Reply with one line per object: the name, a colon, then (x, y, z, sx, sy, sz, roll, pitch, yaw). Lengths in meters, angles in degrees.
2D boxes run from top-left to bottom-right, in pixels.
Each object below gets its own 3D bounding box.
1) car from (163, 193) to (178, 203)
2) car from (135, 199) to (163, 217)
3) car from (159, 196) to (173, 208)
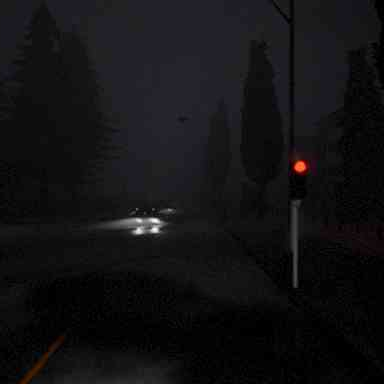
car: (-4.005, 1.171, 67.709, 2.150, 2.045, 5.566, 0, 0, 0)
car: (-4.115, 1.579, 31.359, 1.895, 1.301, 4.718, 0, 0, 0)
car: (-4.104, 1.568, 47.121, 1.895, 1.301, 4.718, 0, 0, 0)
